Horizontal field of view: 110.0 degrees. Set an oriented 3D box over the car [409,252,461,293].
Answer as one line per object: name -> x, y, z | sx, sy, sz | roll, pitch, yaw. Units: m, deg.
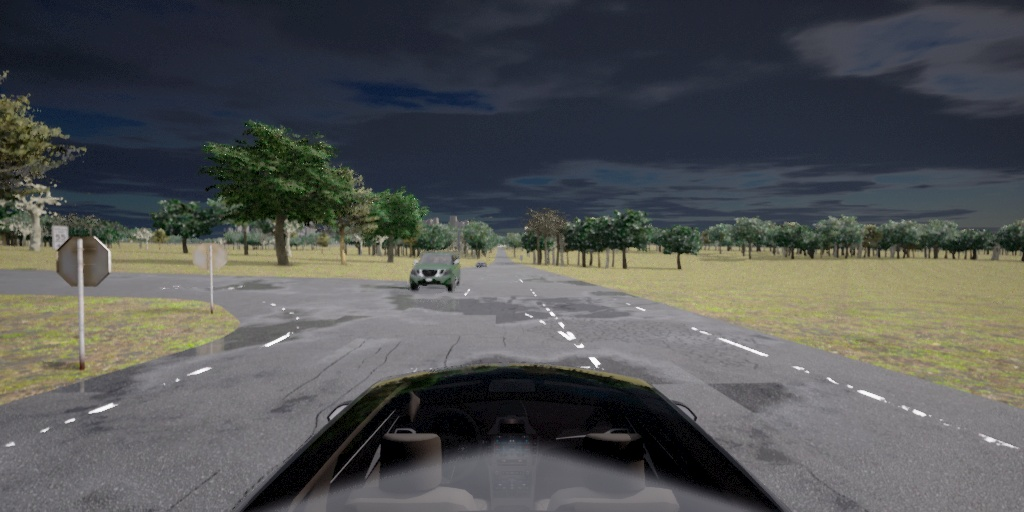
car -> -4.129, 0.776, 20.194 | 2.150, 2.045, 5.566 | 1, 1, -2
